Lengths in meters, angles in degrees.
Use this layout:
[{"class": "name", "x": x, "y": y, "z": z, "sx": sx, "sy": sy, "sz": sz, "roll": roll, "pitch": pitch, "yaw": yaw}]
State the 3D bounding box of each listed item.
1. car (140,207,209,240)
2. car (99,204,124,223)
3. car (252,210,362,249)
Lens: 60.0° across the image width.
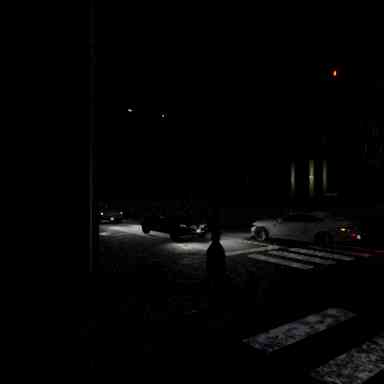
[{"class": "car", "x": -1.066, "y": 1.530, "z": 17.339, "sx": 1.812, "sy": 1.442, "sz": 4.674, "roll": 0, "pitch": 0, "yaw": -36}, {"class": "car", "x": -6.993, "y": 1.608, "z": 25.548, "sx": 1.895, "sy": 1.301, "sz": 4.718, "roll": 0, "pitch": 0, "yaw": -36}, {"class": "car", "x": 4.861, "y": 1.532, "z": 14.594, "sx": 4.674, "sy": 1.442, "sz": 1.812, "roll": 0, "pitch": 1, "yaw": 44}]
